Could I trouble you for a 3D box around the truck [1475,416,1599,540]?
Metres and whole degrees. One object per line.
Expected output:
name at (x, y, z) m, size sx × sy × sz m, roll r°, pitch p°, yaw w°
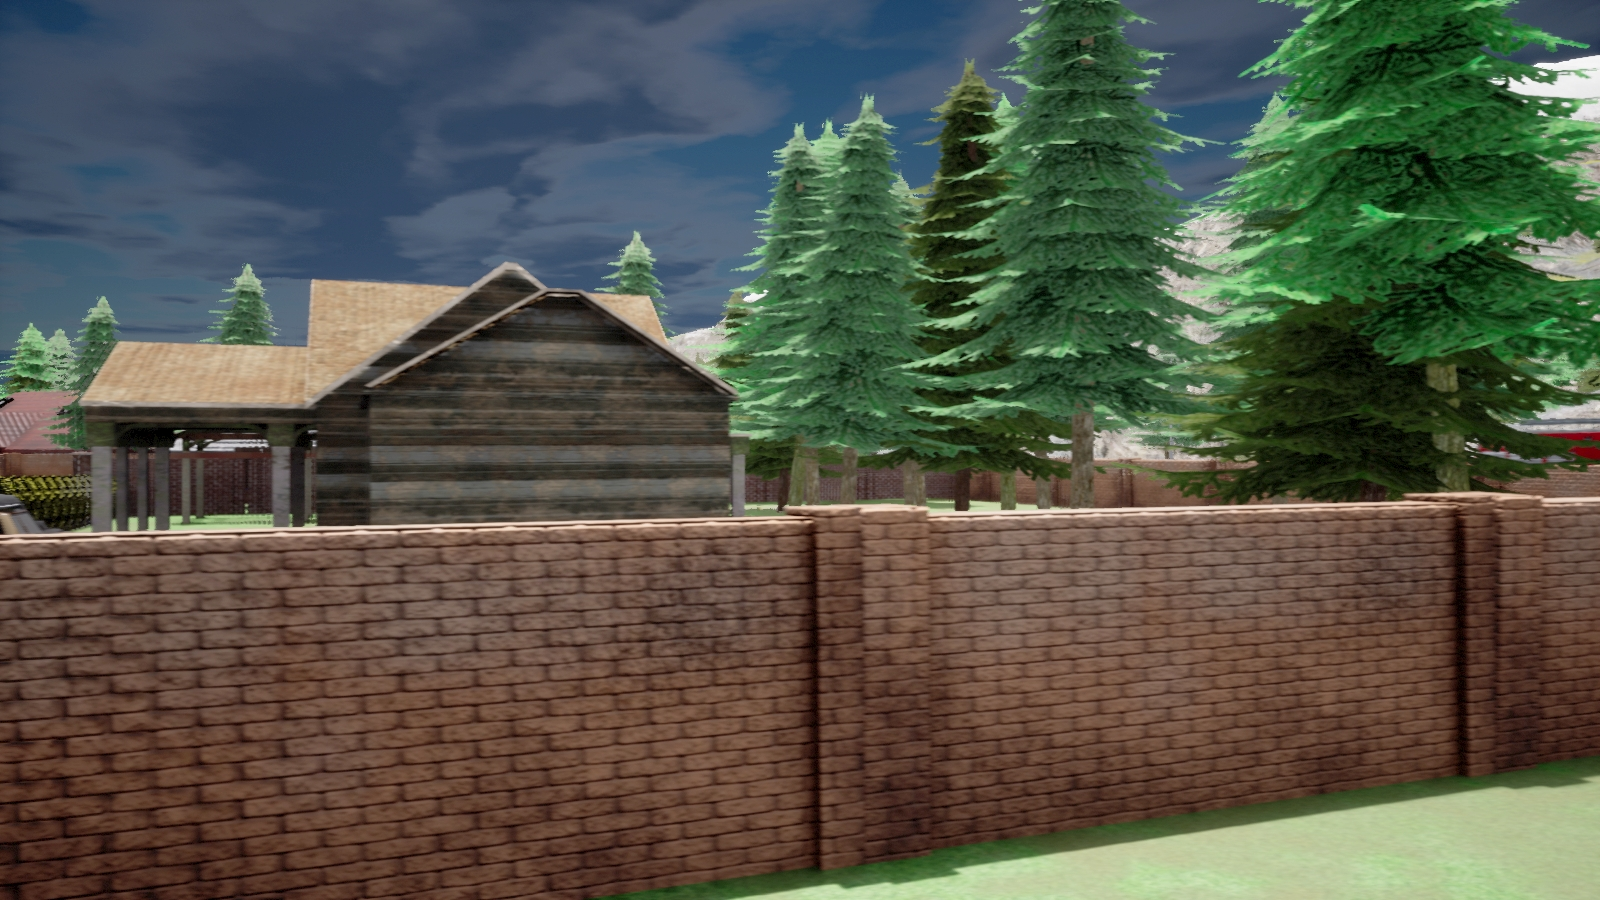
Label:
truck at (26.053, 0.863, 35.857) m, size 2.891 × 3.827 × 8.468 m, roll 0°, pitch 0°, yaw -21°
